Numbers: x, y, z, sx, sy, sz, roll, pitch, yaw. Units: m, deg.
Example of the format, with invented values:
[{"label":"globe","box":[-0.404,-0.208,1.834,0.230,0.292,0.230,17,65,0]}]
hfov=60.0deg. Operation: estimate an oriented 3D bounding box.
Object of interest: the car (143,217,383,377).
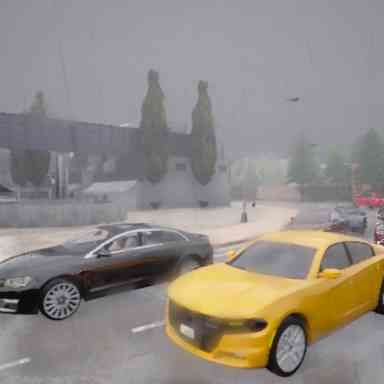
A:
[{"label":"car","box":[1.843,1.456,5.769,5.008,1.535,1.882,0,0,-40]}]

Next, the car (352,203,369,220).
[{"label":"car","box":[8.533,1.522,18.399,1.994,1.385,4.181,0,0,31]}]

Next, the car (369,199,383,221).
[{"label":"car","box":[8.290,1.288,12.476,2.097,1.767,4.553,0,0,37]}]

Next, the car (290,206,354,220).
[{"label":"car","box":[5.437,1.468,14.455,1.812,1.442,4.674,0,0,37]}]

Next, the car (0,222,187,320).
[{"label":"car","box":[-1.665,1.480,7.407,4.902,1.511,2.128,0,0,-39]}]

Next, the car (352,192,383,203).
[{"label":"car","box":[21.128,1.039,39.266,2.150,2.045,5.566,0,0,1]}]
